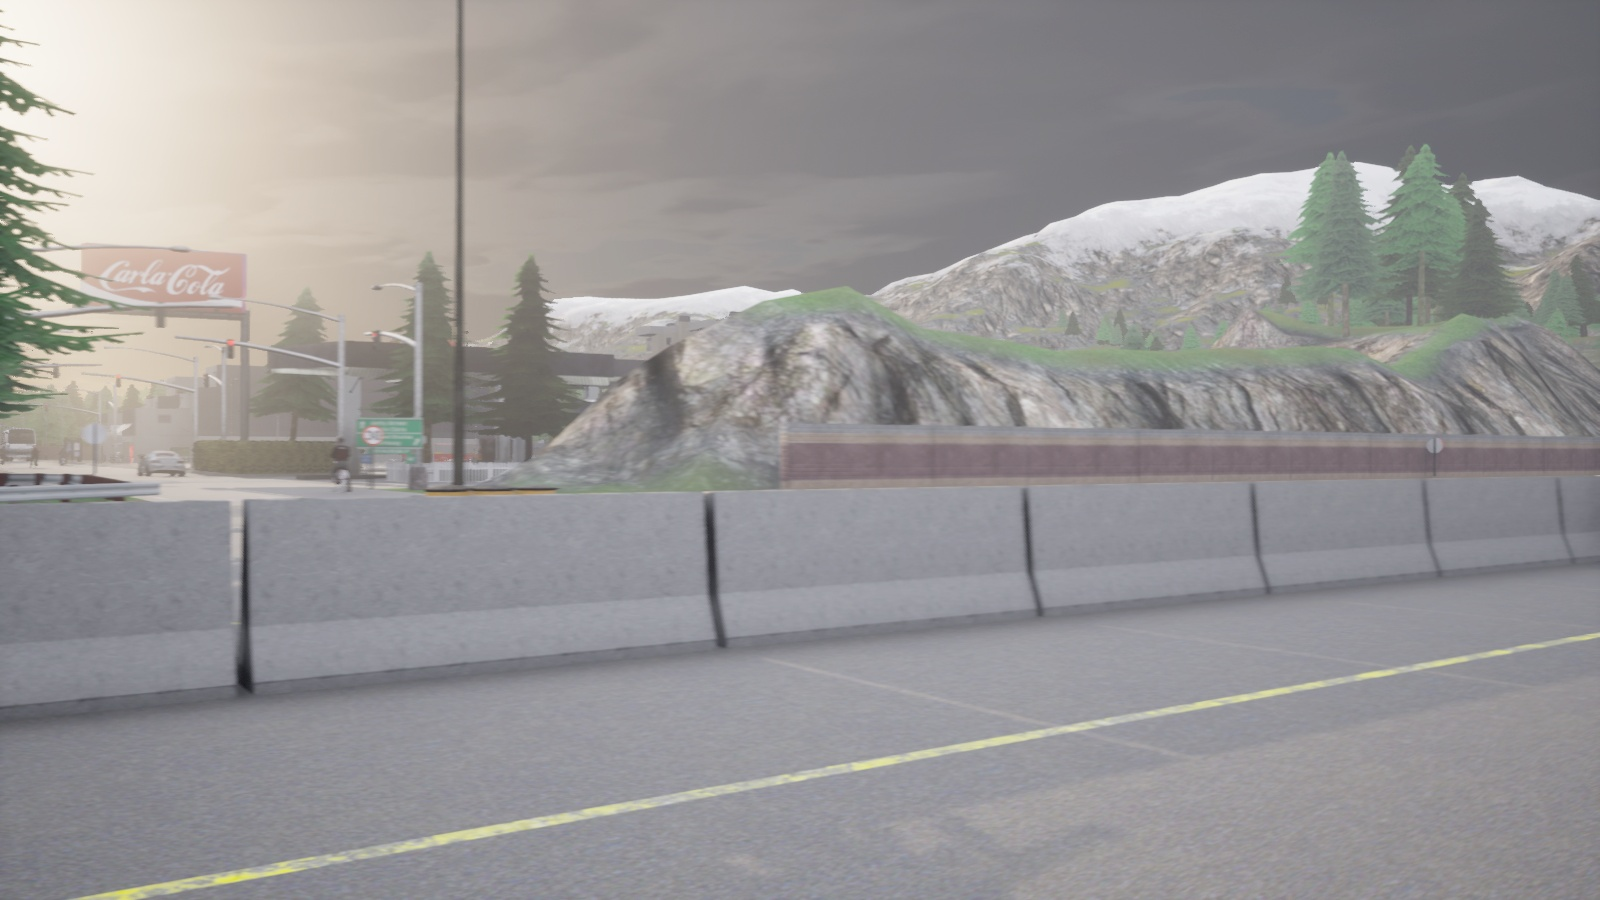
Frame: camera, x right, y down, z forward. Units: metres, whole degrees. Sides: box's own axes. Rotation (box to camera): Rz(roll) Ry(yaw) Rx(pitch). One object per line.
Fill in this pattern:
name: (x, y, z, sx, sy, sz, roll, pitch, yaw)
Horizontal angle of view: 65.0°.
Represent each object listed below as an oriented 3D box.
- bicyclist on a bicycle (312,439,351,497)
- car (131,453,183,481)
bicyclist on a bicycle: (-14.625, 0.547, 39.182, 0.659, 1.776, 1.843, 0, 0, -36)
car: (-34.657, 0.904, 67.662, 1.812, 1.442, 4.674, 2, -1, -35)
